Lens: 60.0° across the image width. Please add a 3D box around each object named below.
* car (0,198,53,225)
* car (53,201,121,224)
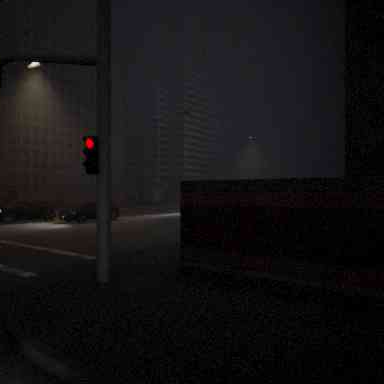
[{"bbox_3d":[-12.566,1.341,24.434,2.097,1.767,4.553,0,0,36],"label":"car"},{"bbox_3d":[-7.634,1.494,25.300,1.837,1.490,4.892,0,0,36],"label":"car"}]
